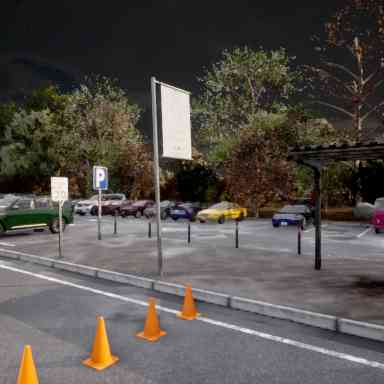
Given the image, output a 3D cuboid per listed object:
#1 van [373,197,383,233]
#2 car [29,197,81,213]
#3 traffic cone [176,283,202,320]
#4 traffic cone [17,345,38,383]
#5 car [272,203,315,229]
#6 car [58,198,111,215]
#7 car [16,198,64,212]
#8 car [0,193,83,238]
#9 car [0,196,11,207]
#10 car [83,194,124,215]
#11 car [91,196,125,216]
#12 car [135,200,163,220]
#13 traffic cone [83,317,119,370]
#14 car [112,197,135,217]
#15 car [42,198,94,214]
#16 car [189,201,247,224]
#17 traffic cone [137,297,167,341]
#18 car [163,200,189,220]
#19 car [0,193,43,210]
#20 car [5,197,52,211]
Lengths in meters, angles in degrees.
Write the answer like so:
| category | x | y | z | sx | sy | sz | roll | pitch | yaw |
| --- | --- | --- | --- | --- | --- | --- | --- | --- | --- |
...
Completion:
| category | x | y | z | sx | sy | sz | roll | pitch | yaw |
| --- | --- | --- | --- | --- | --- | --- | --- | --- | --- |
| van | 11.592 | 1.264 | 19.046 | 1.878 | 1.987 | 4.442 | 0 | 0 | 35 |
| car | -15.629 | 1.443 | 38.244 | 1.946 | 1.575 | 5.366 | 0 | 0 | 35 |
| traffic cone | -0.057 | 1.957 | 6.044 | 0.340 | 0.580 | 0.340 | 0 | 0 | 36 |
| traffic cone | -1.781 | 1.957 | 3.595 | 0.340 | 0.580 | 0.340 | 0 | 0 | 35 |
| car | 6.966 | 1.513 | 22.117 | 2.163 | 1.488 | 4.792 | 0 | 0 | 35 |
| car | -11.192 | 1.461 | 34.896 | 2.231 | 1.521 | 4.892 | 0 | 0 | 35 |
| car | -18.020 | 1.468 | 39.662 | 2.163 | 1.488 | 4.792 | 0 | 0 | 35 |
| car | -8.924 | 1.220 | 17.293 | 2.435 | 2.045 | 5.566 | 0 | 0 | 35 |
| car | -29.260 | 1.331 | 47.818 | 1.946 | 1.575 | 5.366 | 1 | 0 | 35 |
| car | -8.934 | 1.211 | 33.282 | 2.435 | 2.045 | 5.566 | 0 | 0 | 35 |
| car | -6.643 | 1.465 | 31.715 | 2.097 | 1.535 | 5.008 | 0 | 0 | 35 |
| car | -2.099 | 1.473 | 28.526 | 2.231 | 1.521 | 4.892 | 0 | 0 | 35 |
| traffic cone | -1.206 | 1.957 | 4.412 | 0.340 | 0.580 | 0.340 | 0 | 0 | 35 |
| car | -4.372 | 1.468 | 30.120 | 2.097 | 1.535 | 5.008 | 0 | 0 | 35 |
| car | -13.465 | 1.454 | 36.492 | 2.097 | 1.535 | 5.008 | 0 | 0 | 35 |
| car | 2.333 | 1.474 | 25.179 | 1.946 | 1.575 | 5.366 | 0 | 0 | 35 |
| traffic cone | -0.631 | 1.957 | 5.229 | 0.340 | 0.580 | 0.340 | 0 | 0 | 35 |
| car | 0.185 | 1.504 | 26.950 | 2.163 | 1.488 | 4.792 | 0 | 0 | 35 |
| car | -22.567 | 1.152 | 42.855 | 2.435 | 2.045 | 5.566 | 0 | 0 | 35 |
| car | -20.265 | 1.451 | 41.309 | 2.163 | 1.488 | 4.792 | 0 | 0 | 35 |
